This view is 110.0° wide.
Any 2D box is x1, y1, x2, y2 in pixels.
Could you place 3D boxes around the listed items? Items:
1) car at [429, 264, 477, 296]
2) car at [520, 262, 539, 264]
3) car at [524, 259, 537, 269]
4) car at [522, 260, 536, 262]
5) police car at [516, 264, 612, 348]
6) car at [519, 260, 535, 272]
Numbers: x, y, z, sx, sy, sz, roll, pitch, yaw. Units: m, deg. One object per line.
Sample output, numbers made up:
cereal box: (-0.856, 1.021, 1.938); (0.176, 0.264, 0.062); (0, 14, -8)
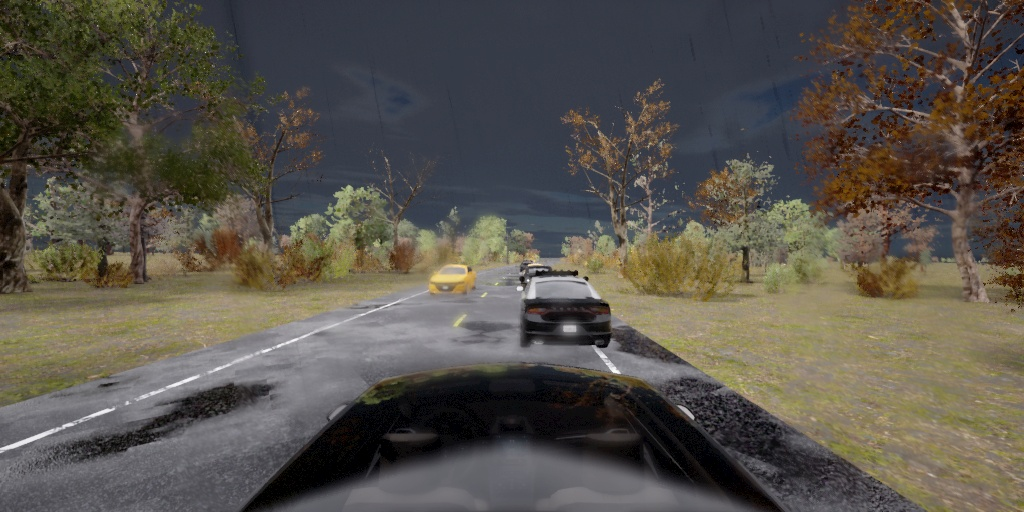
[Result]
car: (-3.071, 1.235, 19.524); (1.882, 1.535, 5.008); (0, 0, 2)
car: (1.427, 1.263, 19.229); (1.837, 1.490, 4.892); (0, 0, 2)
car: (3.220, 1.365, 60.738); (1.882, 1.535, 5.008); (0, 0, 6)
car: (1.679, 1.218, 25.387); (1.801, 1.575, 5.366); (0, 0, 3)
police car: (1.150, 1.177, 9.387); (1.930, 1.638, 5.238); (0, 0, 1)
car: (2.097, 1.331, 47.880); (1.837, 1.490, 4.892); (0, 0, 5)
